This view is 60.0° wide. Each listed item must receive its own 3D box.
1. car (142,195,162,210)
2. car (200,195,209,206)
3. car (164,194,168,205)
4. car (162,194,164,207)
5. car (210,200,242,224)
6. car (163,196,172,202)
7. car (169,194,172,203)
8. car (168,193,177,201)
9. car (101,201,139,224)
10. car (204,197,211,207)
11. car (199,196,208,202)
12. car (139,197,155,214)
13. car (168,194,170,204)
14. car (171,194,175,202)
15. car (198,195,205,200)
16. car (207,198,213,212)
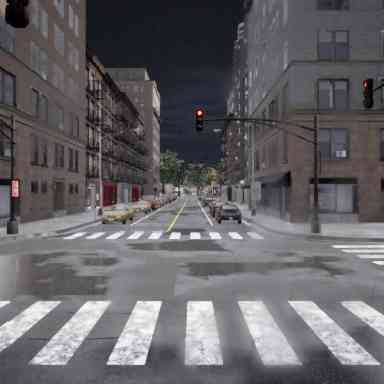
[{"bbox_3d":[-5.393,1.319,41.190,2.192,1.841,5.009,0,0,0],"label":"car"},{"bbox_3d":[2.659,1.557,52.150,2.008,1.369,4.403,0,0,0],"label":"car"},{"bbox_3d":[-5.384,1.446,52.153,1.967,1.590,4.097,0,0,0],"label":"car"},{"bbox_3d":[-5.389,1.445,46.672,1.967,1.590,4.097,0,0,0],"label":"car"},{"bbox_3d":[2.647,1.552,24.740,2.008,1.369,4.403,0,0,0],"label":"car"},{"bbox_3d":[-5.367,1.535,73.912,1.752,1.417,4.829,0,0,0],"label":"car"},{"bbox_3d":[-5.376,1.573,63.118,1.947,1.339,4.313,0,0,0],"label":"car"},{"bbox_3d":[-5.354,1.330,90.528,2.192,1.841,5.009,0,0,0],"label":"car"},{"bbox_3d":[-5.406,1.526,24.574,1.752,1.417,4.829,0,0,0],"label":"car"},{"bbox_3d":[2.652,1.554,35.704,2.008,1.369,4.403,0,0,0],"label":"car"},{"bbox_3d":[2.671,1.556,79.560,1.887,1.381,4.507,0,0,0],"label":"car"},{"bbox_3d":[-5.398,1.528,35.537,1.752,1.417,4.829,0,0,0],"label":"car"},{"bbox_3d":[-5.380,1.557,57.635,2.008,1.369,4.403,0,0,0],"label":"car"},{"bbox_3d":[-5.371,1.324,68.600,2.192,1.841,5.009,0,0,0],"label":"car"},{"bbox_3d":[2.675,1.597,90.524,1.802,1.307,4.206,0,0,0],"label":"car"},{"bbox_3d":[2.649,1.547,30.222,1.887,1.381,4.507,0,0,0],"label":"car"}]
